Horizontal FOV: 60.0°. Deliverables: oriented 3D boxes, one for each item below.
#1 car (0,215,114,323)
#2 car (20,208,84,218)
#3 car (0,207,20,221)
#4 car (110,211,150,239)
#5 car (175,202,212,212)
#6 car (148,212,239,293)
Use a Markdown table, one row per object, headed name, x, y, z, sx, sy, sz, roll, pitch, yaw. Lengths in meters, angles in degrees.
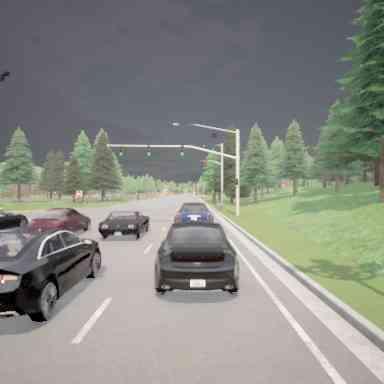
| name | x | y | z | sx | sy | sz | roll | pitch | yaw |
| --- | --- | --- | --- | --- | --- | --- | --- | --- | --- |
| car | -3.397 | 1.501 | 7.198 | 2.128 | 1.511 | 4.902 | 0 | 0 | 0 |
| car | -6.891 | 1.548 | 17.652 | 1.812 | 1.442 | 4.674 | 0 | 0 | 0 |
| car | -10.391 | 1.515 | 17.231 | 2.128 | 1.511 | 4.902 | 0 | 0 | 0 |
| car | -3.390 | 1.623 | 17.526 | 1.895 | 1.301 | 4.718 | 0 | 0 | 0 |
| car | 0.110 | 1.376 | 19.123 | 2.097 | 1.767 | 4.553 | 0 | 0 | 0 |
| car | 0.104 | 1.517 | 8.886 | 1.837 | 1.490 | 4.892 | 0 | 0 | 0 |
